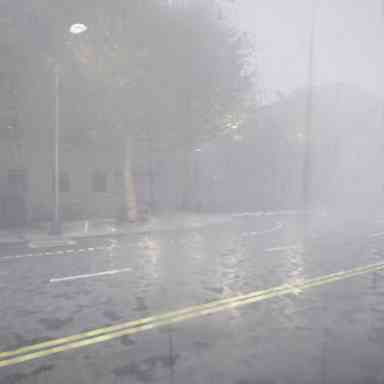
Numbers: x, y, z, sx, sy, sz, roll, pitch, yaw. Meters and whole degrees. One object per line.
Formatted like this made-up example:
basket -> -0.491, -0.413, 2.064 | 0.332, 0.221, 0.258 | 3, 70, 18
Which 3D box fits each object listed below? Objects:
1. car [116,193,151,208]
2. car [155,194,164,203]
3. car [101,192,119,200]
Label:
car -> -7.819, 0.864, 44.633 | 2.231, 1.521, 4.892 | 0, 1, -34
car -> -5.854, 0.883, 48.068 | 1.812, 1.442, 4.674 | 0, 1, -34
car -> -15.455, 0.666, 62.268 | 1.994, 1.385, 4.181 | 0, 1, -34
